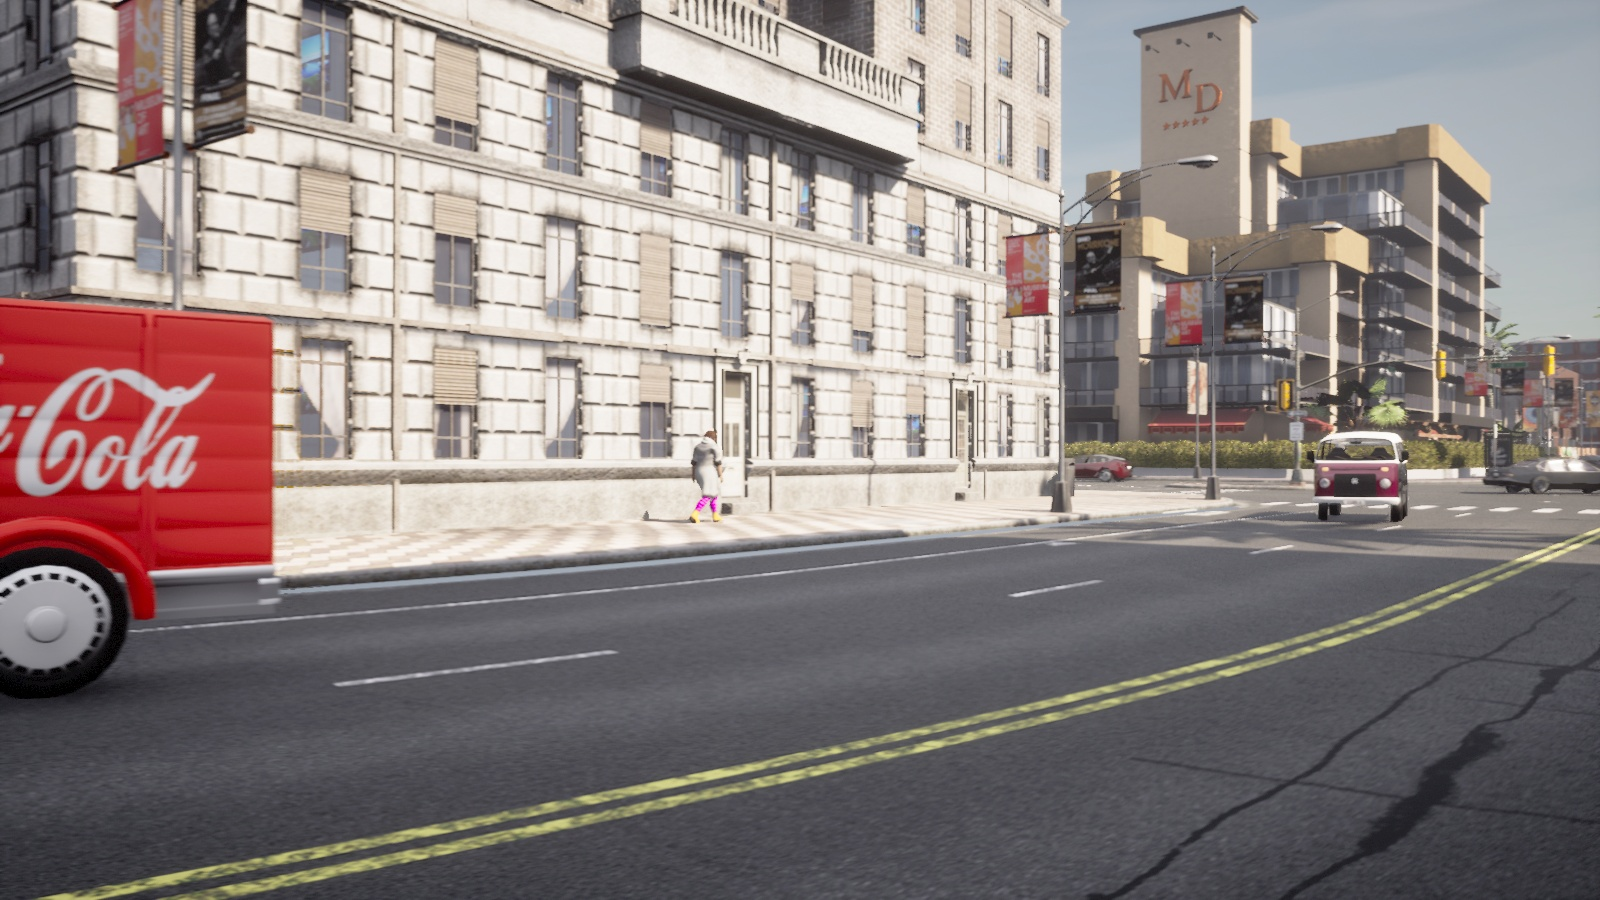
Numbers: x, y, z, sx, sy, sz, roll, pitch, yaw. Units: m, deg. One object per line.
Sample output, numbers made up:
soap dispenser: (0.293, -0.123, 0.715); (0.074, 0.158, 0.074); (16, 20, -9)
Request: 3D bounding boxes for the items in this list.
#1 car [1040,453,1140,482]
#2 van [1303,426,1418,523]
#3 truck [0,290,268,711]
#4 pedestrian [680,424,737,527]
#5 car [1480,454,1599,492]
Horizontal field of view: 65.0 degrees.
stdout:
car: (15.686, 0.914, 67.969); (4.792, 1.488, 2.163); (0, 0, 38)
van: (13.009, 0.524, 28.981); (2.069, 2.038, 4.480); (-1, 0, 28)
truck: (-6.368, 0.299, 7.742); (5.204, 2.467, 2.627); (0, 0, -37)
pedestrian: (-1.768, 0.481, 24.271); (0.873, 1.952, 0.659); (0, 0, -45)
car: (29.356, 0.866, 48.273); (5.357, 1.411, 2.033); (0, 0, -2)
